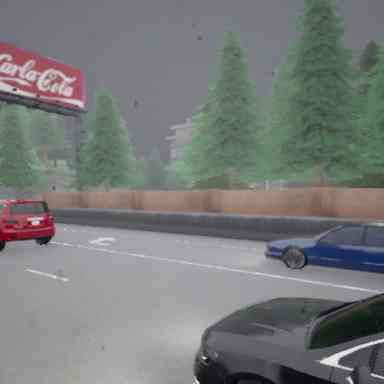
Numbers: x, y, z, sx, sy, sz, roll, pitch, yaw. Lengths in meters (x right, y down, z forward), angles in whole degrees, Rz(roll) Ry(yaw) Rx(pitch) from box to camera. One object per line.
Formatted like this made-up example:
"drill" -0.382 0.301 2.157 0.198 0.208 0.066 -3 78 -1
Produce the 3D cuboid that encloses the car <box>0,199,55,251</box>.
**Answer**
"car" -8.332 1.324 14.771 5.566 2.045 2.150 0 0 37

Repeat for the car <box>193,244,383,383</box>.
"car" 2.251 1.498 2.476 4.892 1.490 1.837 0 0 37

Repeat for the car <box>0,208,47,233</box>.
"car" -11.563 1.744 21.565 4.718 1.301 1.895 -1 0 37

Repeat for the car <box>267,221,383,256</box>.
"car" 4.796 1.543 9.301 5.357 1.411 2.033 -1 0 36
